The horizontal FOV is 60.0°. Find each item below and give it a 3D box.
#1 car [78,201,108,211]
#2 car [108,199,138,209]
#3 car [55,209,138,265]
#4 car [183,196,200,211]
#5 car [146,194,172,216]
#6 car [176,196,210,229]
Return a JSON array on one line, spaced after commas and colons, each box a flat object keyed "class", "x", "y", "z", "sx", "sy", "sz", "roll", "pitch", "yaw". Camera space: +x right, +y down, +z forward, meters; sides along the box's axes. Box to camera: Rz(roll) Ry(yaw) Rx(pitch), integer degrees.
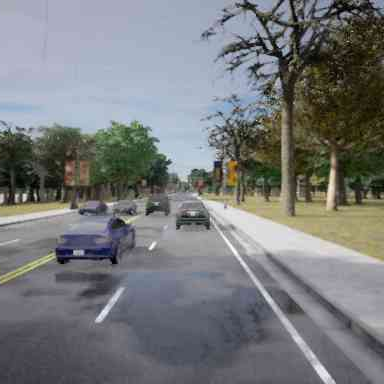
[{"class": "car", "x": -9.861, "y": 1.567, "z": 33.663, "sx": 2.033, "sy": 1.411, "sz": 5.357, "roll": 0, "pitch": 0, "yaw": 0}, {"class": "car", "x": -6.614, "y": 1.531, "z": 33.225, "sx": 1.837, "sy": 1.490, "sz": 4.892, "roll": 0, "pitch": 0, "yaw": 0}, {"class": "car", "x": -3.167, "y": 1.530, "z": 11.589, "sx": 1.812, "sy": 1.442, "sz": 4.674, "roll": 0, "pitch": 0, "yaw": 0}, {"class": "car", "x": -0.077, "y": 1.381, "z": 42.431, "sx": 2.097, "sy": 1.767, "sz": 4.553, "roll": 0, "pitch": 0, "yaw": 0}, {"class": "car", "x": -3.271, "y": 1.241, "z": 33.079, "sx": 2.150, "sy": 2.045, "sz": 5.566, "roll": 0, "pitch": 0, "yaw": -1}, {"class": "car", "x": 0.049, "y": 1.362, "z": 21.871, "sx": 2.097, "sy": 1.767, "sz": 4.553, "roll": 0, "pitch": 0, "yaw": 0}]
